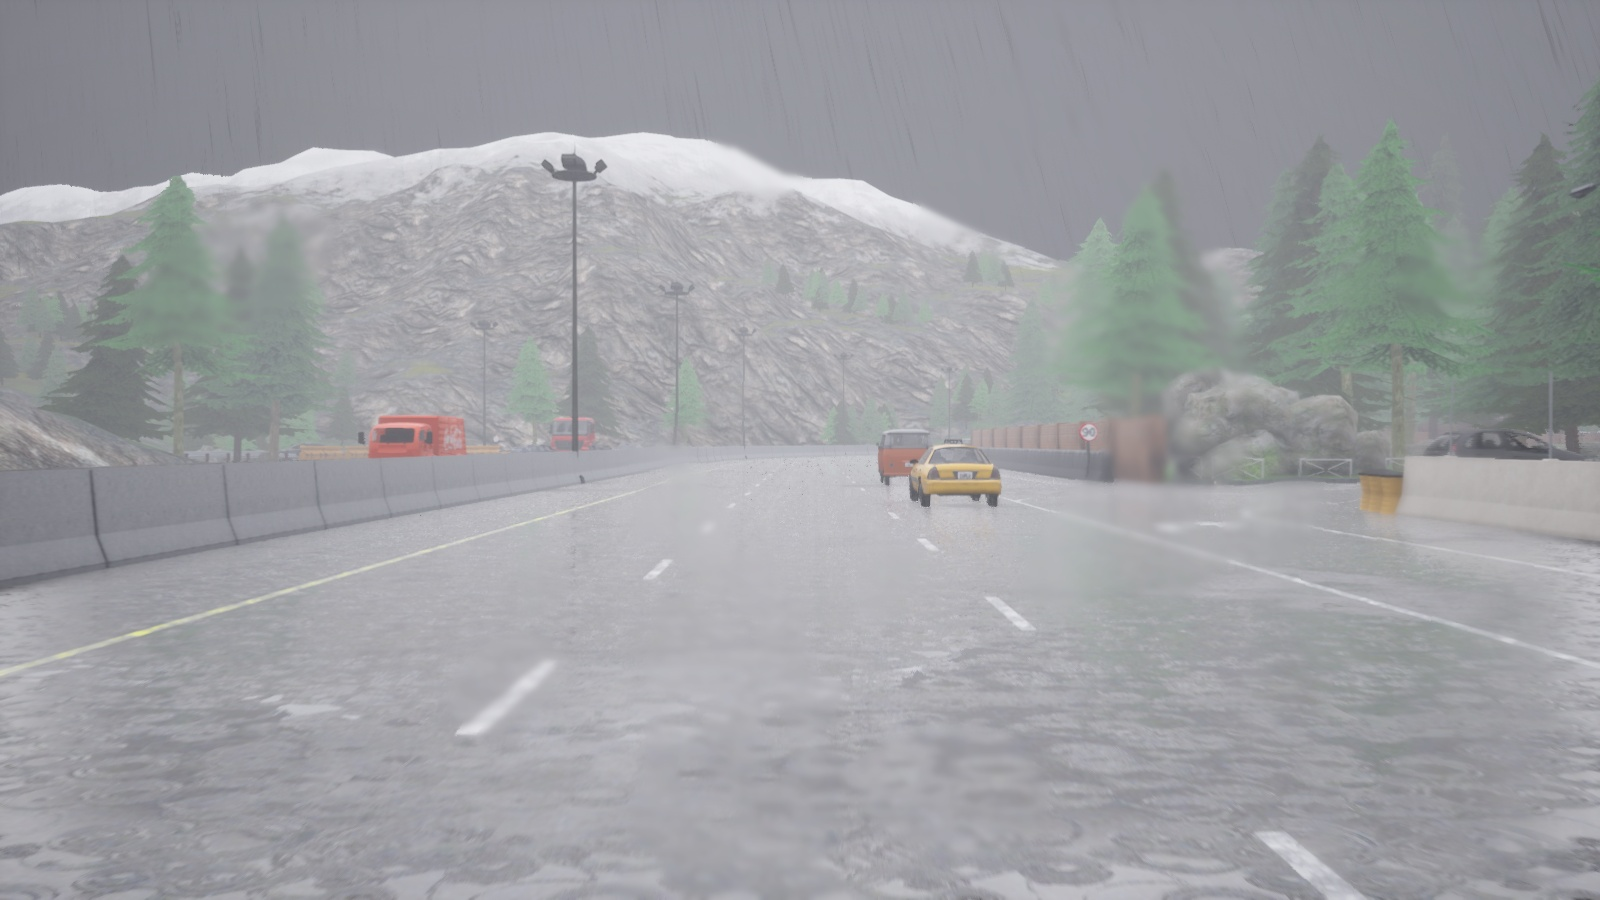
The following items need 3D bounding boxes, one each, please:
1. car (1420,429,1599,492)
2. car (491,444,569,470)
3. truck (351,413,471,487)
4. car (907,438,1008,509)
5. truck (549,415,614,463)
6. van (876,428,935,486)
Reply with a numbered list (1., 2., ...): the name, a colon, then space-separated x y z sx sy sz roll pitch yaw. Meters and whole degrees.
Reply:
1. car: 18.870 0.260 33.240 3.988 1.617 1.851 0 0 1
2. car: -14.904 0.356 69.630 2.033 1.411 5.357 0 0 14
3. truck: -13.729 -0.028 44.735 2.627 2.467 5.204 0 1 0
4. car: 3.688 0.503 30.326 1.801 1.575 5.366 0 0 0
5. truck: -16.455 -0.830 95.111 2.891 3.462 7.936 0 0 5
6. van: 3.774 0.225 45.368 1.775 1.987 4.442 0 0 0
